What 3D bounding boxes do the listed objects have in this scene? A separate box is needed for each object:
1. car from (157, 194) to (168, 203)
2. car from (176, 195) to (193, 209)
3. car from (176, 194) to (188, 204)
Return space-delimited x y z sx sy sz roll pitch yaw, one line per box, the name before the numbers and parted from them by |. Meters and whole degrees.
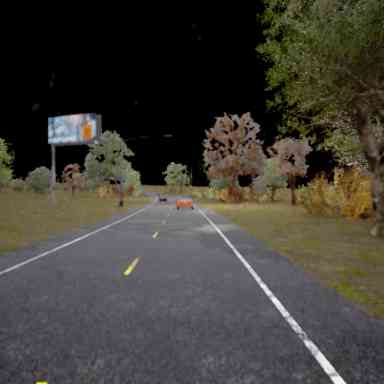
car | -5.951 1.538 68.542 1.895 1.301 4.718 0 0 -4
car | -0.956 1.328 44.326 2.097 1.767 4.553 0 0 -3
car | -1.988 1.300 63.005 2.097 1.767 4.553 0 0 -4
